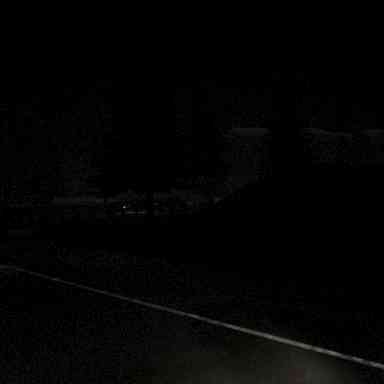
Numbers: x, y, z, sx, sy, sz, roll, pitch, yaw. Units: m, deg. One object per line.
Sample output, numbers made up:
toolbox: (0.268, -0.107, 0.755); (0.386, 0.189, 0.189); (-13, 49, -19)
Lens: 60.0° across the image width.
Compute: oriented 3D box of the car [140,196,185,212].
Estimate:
car: (-3.062, 1.260, 37.766); (4.553, 1.767, 2.097); (0, 0, -40)

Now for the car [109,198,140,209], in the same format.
car: (-6.963, 1.437, 39.058); (5.357, 1.411, 2.033); (0, 0, -42)
